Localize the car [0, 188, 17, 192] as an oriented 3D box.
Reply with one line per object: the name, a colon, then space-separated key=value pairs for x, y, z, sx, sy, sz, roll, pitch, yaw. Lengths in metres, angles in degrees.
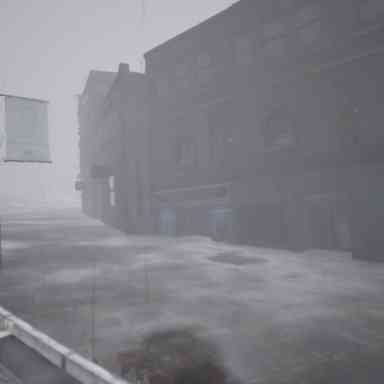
car: x=-46.280 y=-0.298 z=81.919 sx=2.231 sy=1.521 sz=4.892 roll=-4 pitch=-3 yaw=6
